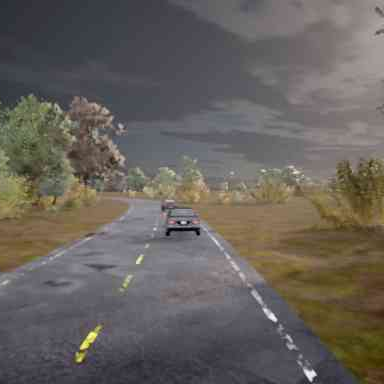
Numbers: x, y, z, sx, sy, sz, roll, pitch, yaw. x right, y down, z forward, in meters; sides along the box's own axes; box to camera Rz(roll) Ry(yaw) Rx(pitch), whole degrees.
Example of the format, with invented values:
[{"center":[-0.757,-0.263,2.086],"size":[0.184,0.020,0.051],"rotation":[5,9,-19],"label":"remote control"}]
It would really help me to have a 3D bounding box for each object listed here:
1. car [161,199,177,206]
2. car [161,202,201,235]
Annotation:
[{"center":[-2.785,1.520,40.376],"size":[1.812,1.442,4.674],"rotation":[0,0,-8],"label":"car"},{"center":[-0.567,1.544,18.728],"size":[2.033,1.411,5.357],"rotation":[0,0,-4],"label":"car"}]
